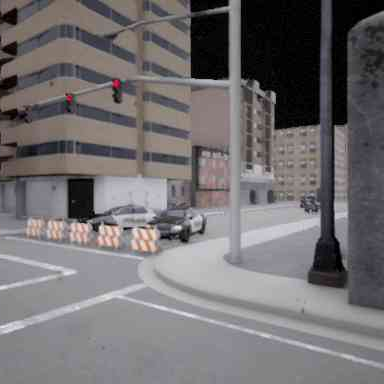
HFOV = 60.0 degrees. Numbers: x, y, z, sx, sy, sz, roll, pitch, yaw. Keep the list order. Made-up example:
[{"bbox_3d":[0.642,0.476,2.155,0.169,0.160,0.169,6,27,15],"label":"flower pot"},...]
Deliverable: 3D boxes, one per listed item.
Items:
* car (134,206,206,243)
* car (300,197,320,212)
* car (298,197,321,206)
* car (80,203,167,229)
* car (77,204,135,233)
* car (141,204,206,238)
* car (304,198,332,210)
[{"bbox_3d":[-0.732,1.468,16.382,2.038,1.542,4.974,0,0,15],"label":"car"},{"bbox_3d":[14.512,1.469,38.179,2.038,1.542,4.974,0,0,35],"label":"car"},{"bbox_3d":[16.738,1.316,47.142,1.853,1.218,4.536,0,0,35],"label":"car"},{"bbox_3d":[-3.883,1.316,19.089,4.536,1.218,1.853,0,0,-30],"label":"car"},{"bbox_3d":[-3.928,1.474,19.063,4.974,1.542,2.038,0,0,-30],"label":"car"},{"bbox_3d":[-0.719,1.310,16.432,1.853,1.218,4.536,0,0,15],"label":"car"},{"bbox_3d":[14.542,1.311,38.222,1.853,1.218,4.536,0,0,35],"label":"car"}]
